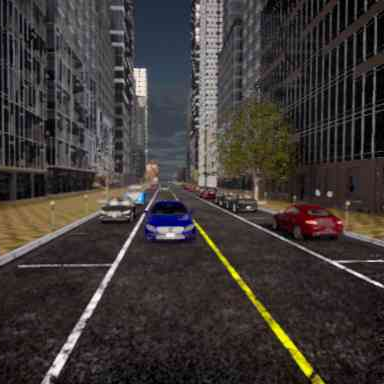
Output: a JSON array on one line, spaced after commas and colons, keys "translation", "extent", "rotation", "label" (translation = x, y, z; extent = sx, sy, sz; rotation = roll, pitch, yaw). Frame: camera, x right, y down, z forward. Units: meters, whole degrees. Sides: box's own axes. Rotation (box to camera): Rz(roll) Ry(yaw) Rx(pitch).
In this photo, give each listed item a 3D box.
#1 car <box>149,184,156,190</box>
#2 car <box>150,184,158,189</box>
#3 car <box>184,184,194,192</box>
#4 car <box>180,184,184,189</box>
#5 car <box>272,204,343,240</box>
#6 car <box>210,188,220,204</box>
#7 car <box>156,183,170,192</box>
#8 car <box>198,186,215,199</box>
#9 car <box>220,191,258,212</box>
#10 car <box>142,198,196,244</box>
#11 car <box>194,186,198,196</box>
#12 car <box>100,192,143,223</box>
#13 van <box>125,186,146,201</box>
[{"translation": [-9.480, -1.224, 81.312], "extent": [1.887, 1.381, 4.507], "rotation": [0, 2, -5], "label": "car"}, {"translation": [-9.970, -1.386, 86.982], "extent": [1.802, 1.307, 4.206], "rotation": [0, 2, -5], "label": "car"}, {"translation": [-0.153, -0.791, 70.691], "extent": [1.887, 1.381, 4.507], "rotation": [0, 2, -5], "label": "car"}, {"translation": [-1.619, -1.365, 87.695], "extent": [1.947, 1.339, 4.313], "rotation": [0, 2, -5], "label": "car"}, {"translation": [4.731, 1.164, 14.010], "extent": [1.802, 1.307, 4.206], "rotation": [0, 2, -5], "label": "car"}, {"translation": [3.266, 0.571, 31.014], "extent": [2.008, 1.369, 4.403], "rotation": [0, 2, -5], "label": "car"}, {"translation": [-5.441, -0.857, 65.768], "extent": [2.097, 1.767, 4.553], "rotation": [0, 2, -5], "label": "car"}, {"translation": [2.290, 0.075, 42.347], "extent": [1.967, 1.590, 4.097], "rotation": [0, 2, -5], "label": "car"}, {"translation": [3.755, 0.760, 25.345], "extent": [2.008, 1.369, 4.403], "rotation": [0, 2, -5], "label": "car"}, {"translation": [-0.929, 1.088, 13.417], "extent": [1.812, 1.442, 4.674], "rotation": [0, 3, -5], "label": "car"}, {"translation": [1.801, -0.118, 48.014], "extent": [1.967, 1.590, 4.097], "rotation": [0, 2, -5], "label": "car"}, {"translation": [-4.107, 0.911, 18.960], "extent": [2.008, 1.369, 4.403], "rotation": [0, 2, -5], "label": "car"}, {"translation": [-5.082, 0.324, 30.290], "extent": [1.690, 1.788, 3.998], "rotation": [0, 2, -5], "label": "van"}]
